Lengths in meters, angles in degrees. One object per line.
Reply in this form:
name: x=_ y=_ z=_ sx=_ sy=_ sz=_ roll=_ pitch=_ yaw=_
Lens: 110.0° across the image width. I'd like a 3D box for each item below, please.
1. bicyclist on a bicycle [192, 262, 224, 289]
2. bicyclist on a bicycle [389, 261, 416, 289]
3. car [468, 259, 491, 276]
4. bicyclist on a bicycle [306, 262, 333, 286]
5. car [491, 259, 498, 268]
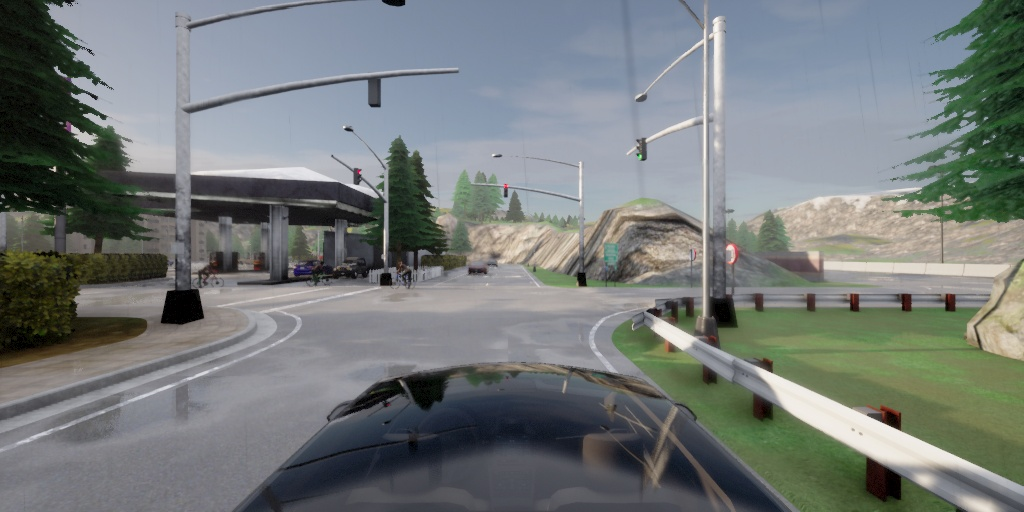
bicyclist on a bicycle: x=-18.539 y=1.190 z=21.907 sx=1.656 sy=1.620 sz=0.582 roll=0 pitch=-1 yaw=-15
bicyclist on a bicycle: x=-6.289 y=1.115 z=20.588 sx=1.656 sy=1.620 sz=0.582 roll=0 pitch=-1 yaw=12
car: x=-3.572 y=1.227 z=38.290 sx=1.882 sy=1.535 sz=5.008 roll=0 pitch=0 yaw=0
bicyclist on a bicycle: x=-13.084 y=1.203 z=24.373 sx=1.656 sy=1.620 sz=0.582 roll=0 pitch=0 yaw=-40
car: x=-3.468 y=1.297 z=63.751 sx=2.033 sy=1.411 sz=5.357 roll=0 pitch=0 yaw=0
